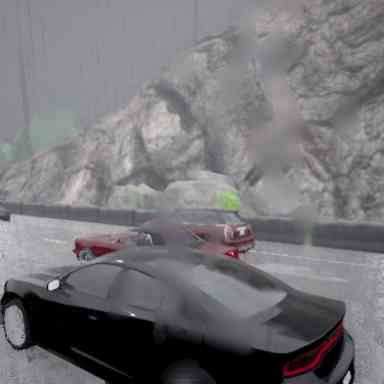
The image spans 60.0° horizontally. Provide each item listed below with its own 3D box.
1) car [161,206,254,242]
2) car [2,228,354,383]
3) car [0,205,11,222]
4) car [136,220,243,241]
[{"bbox_3d":[-0.015,1.372,12.640,4.553,1.767,2.097,1,0,36],"label":"car"},{"bbox_3d":[-0.620,1.479,4.447,5.008,1.535,1.882,1,0,36],"label":"car"},{"bbox_3d":[-14.343,1.346,22.962,4.181,1.385,1.994,1,0,36],"label":"car"},{"bbox_3d":[-1.219,1.597,9.191,4.718,1.301,1.895,1,0,36],"label":"car"}]
